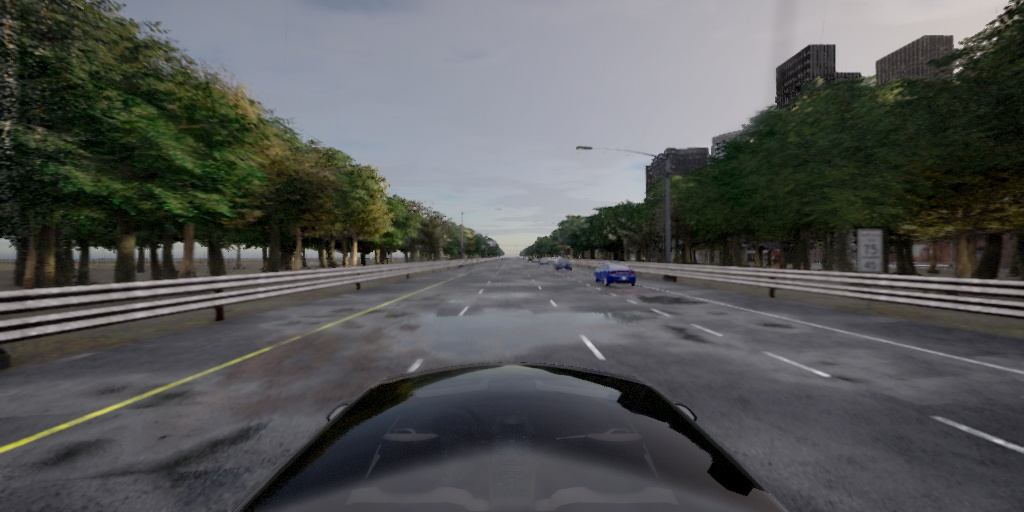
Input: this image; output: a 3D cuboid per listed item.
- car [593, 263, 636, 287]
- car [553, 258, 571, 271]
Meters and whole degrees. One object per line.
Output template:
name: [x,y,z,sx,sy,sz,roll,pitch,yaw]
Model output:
car: [7.001,1.237,24.875,1.882,1.535,5.008,0,0,0]
car: [7.011,1.131,50.792,2.097,1.767,4.553,0,0,0]
